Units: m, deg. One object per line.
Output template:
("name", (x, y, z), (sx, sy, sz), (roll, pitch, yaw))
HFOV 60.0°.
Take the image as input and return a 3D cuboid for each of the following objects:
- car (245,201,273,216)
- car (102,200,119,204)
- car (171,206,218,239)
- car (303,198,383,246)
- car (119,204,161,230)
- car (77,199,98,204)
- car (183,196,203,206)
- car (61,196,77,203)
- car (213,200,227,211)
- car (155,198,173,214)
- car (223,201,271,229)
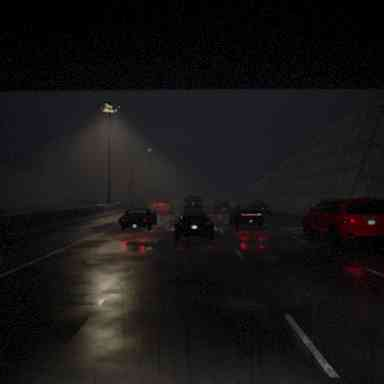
("car", (7.138, 1.746, 36.026), (2.033, 1.411, 5.357), (0, 0, 0))
("car", (-13.937, 1.967, 56.895), (1.895, 1.301, 4.718), (0, 0, 0))
("car", (0.116, 1.663, 17.847), (1.994, 1.385, 4.181), (0, 0, 0))
("car", (7.114, 1.309, 15.855), (2.150, 2.045, 5.566), (0, 0, 0))
("car", (-3.380, 1.722, 21.843), (1.895, 1.301, 4.718), (0, 0, 0))
("car", (-17.437, 1.563, 56.901), (1.895, 1.301, 4.718), (0, 0, 0))
("car", (0.143, 1.444, 40.245), (2.150, 2.045, 5.566), (0, 0, 0))
("car", (-20.937, 1.453, 56.936), (1.812, 1.442, 4.674), (0, 0, 0))
("car", (3.643, 1.713, 40.144), (2.128, 1.511, 4.902), (0, 0, 0))
("car", (-3.358, 1.570, 39.358), (2.097, 1.767, 4.553), (0, 0, 0))
("car", (3.622, 1.618, 22.877), (2.128, 1.511, 4.902), (0, 0, 0))
